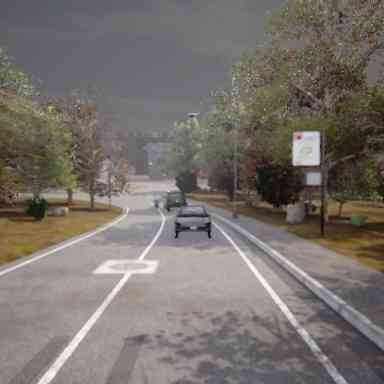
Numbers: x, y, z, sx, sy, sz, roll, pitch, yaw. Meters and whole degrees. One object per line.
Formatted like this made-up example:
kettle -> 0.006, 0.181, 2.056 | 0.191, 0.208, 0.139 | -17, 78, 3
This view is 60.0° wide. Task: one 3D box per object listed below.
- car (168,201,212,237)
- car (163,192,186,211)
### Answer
car -> 0.001, 1.458, 17.964 | 2.128, 1.511, 4.902 | 0, 0, -2
car -> -1.998, 1.001, 38.153 | 2.150, 2.045, 5.566 | -1, 2, -10
